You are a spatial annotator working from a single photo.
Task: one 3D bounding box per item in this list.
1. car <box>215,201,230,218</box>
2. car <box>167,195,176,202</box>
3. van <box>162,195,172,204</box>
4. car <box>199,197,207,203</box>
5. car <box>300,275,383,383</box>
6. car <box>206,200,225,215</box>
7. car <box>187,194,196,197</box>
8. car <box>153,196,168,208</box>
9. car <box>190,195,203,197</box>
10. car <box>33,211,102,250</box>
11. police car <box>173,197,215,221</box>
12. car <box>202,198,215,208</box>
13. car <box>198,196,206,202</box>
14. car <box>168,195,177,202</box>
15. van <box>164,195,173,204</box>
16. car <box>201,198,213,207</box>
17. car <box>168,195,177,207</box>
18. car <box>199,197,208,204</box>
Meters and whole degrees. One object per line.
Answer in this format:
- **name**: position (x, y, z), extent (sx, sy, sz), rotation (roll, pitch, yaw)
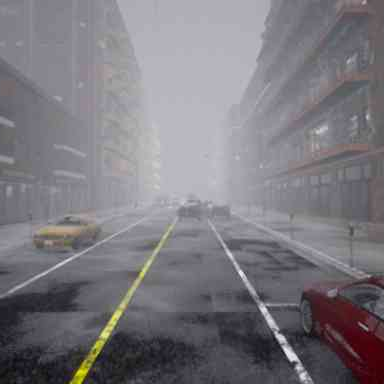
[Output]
- **car**: position (2.588, 1.647, 31.407), extent (1.887, 1.381, 4.507), rotation (1, 0, 0)
- **car**: position (-5.282, 1.724, 86.777), extent (2.192, 1.841, 5.009), rotation (1, 0, 0)
- **van**: position (-5.284, 1.641, 70.184), extent (1.690, 1.788, 3.998), rotation (2, 0, 0)
- **car**: position (2.592, 1.915, 81.182), extent (1.887, 1.381, 4.507), rotation (1, 0, 0)
- **car**: position (2.585, 1.592, 3.757), extent (1.802, 1.307, 4.206), rotation (1, 0, 0)
- **car**: position (2.589, 1.652, 37.109), extent (1.752, 1.417, 4.829), rotation (1, 0, 0)
- **car**: position (0.006, 1.481, 63.822), extent (2.150, 2.045, 5.566), rotation (0, 0, 0)
- **car**: position (-5.290, 1.733, 53.423), extent (1.752, 1.417, 4.829), rotation (2, 0, 0)
- **car**: position (0.830, 1.615, 44.270), extent (1.801, 1.575, 5.366), rotation (0, 0, 0)
- **car**: position (-5.292, 1.567, 14.716), extent (1.752, 1.417, 4.829), rotation (2, 0, 0)
- **police car**: position (0.279, 1.515, 28.457), extent (1.930, 1.638, 5.238), rotation (0, 0, 15)
- **car**: position (2.589, 1.752, 53.529), extent (1.887, 1.381, 4.507), rotation (1, 0, 0)
- **car**: position (2.602, 1.849, 86.715), extent (1.967, 1.590, 4.097), rotation (1, 0, 0)
- **car**: position (-5.282, 1.763, 92.306), extent (2.192, 1.841, 5.009), rotation (1, 0, 0)
- **van**: position (-5.284, 1.676, 75.716), extent (1.690, 1.788, 3.998), rotation (1, 0, 0)
- **car**: position (2.590, 1.787, 59.061), extent (2.008, 1.369, 4.403), rotation (1, 0, 0)
- **car**: position (-2.805, 1.704, 57.132), extent (1.882, 1.535, 5.008), rotation (0, 0, 0)
- **car**: position (2.592, 1.879, 75.653), extent (1.887, 1.381, 4.507), rotation (1, 0, 0)
